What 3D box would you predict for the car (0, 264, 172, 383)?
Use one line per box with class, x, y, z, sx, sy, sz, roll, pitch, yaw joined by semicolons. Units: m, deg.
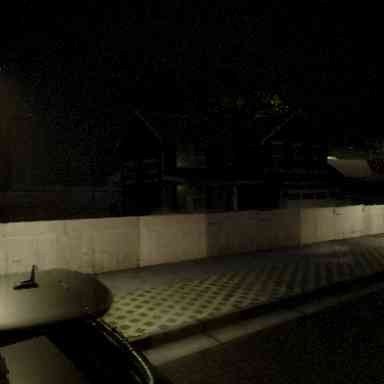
car;-2.180;1.349;1.311;4.553;1.767;2.097;0;0;-35
